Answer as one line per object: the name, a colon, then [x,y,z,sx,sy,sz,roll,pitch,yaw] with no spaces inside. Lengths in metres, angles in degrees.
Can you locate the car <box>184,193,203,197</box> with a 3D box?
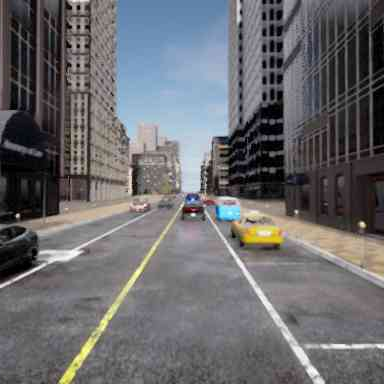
car: [0.100,1.136,46.257,2.150,2.045,5.566,0,0,0]

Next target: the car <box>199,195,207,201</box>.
car: [2.704,1.384,80.522,1.752,1.417,4.829,1,0,0]

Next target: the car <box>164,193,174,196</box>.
car: [-5.677,1.433,74.857,1.947,1.339,4.313,1,0,0]

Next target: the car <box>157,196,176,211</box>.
car: [-3.091,1.528,39.952,1.895,1.301,4.718,0,0,0]

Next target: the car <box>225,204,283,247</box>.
car: [2.704,1.499,14.708,1.752,1.417,4.829,1,0,0]

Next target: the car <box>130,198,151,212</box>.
car: [-5.641,1.373,36.720,1.967,1.590,4.097,1,0,0]

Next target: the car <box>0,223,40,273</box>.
car: [-5.644,1.549,8.844,1.947,1.339,4.313,1,0,0]

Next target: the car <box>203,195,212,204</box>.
car: [2.703,1.486,53.579,1.802,1.307,4.206,1,0,0]

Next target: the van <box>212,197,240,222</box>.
van: [2.708,1.294,25.692,1.690,1.788,3.998,1,0,0]

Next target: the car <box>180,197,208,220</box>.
car: [0.100,1.454,27.413,1.837,1.490,4.892,0,0,0]
